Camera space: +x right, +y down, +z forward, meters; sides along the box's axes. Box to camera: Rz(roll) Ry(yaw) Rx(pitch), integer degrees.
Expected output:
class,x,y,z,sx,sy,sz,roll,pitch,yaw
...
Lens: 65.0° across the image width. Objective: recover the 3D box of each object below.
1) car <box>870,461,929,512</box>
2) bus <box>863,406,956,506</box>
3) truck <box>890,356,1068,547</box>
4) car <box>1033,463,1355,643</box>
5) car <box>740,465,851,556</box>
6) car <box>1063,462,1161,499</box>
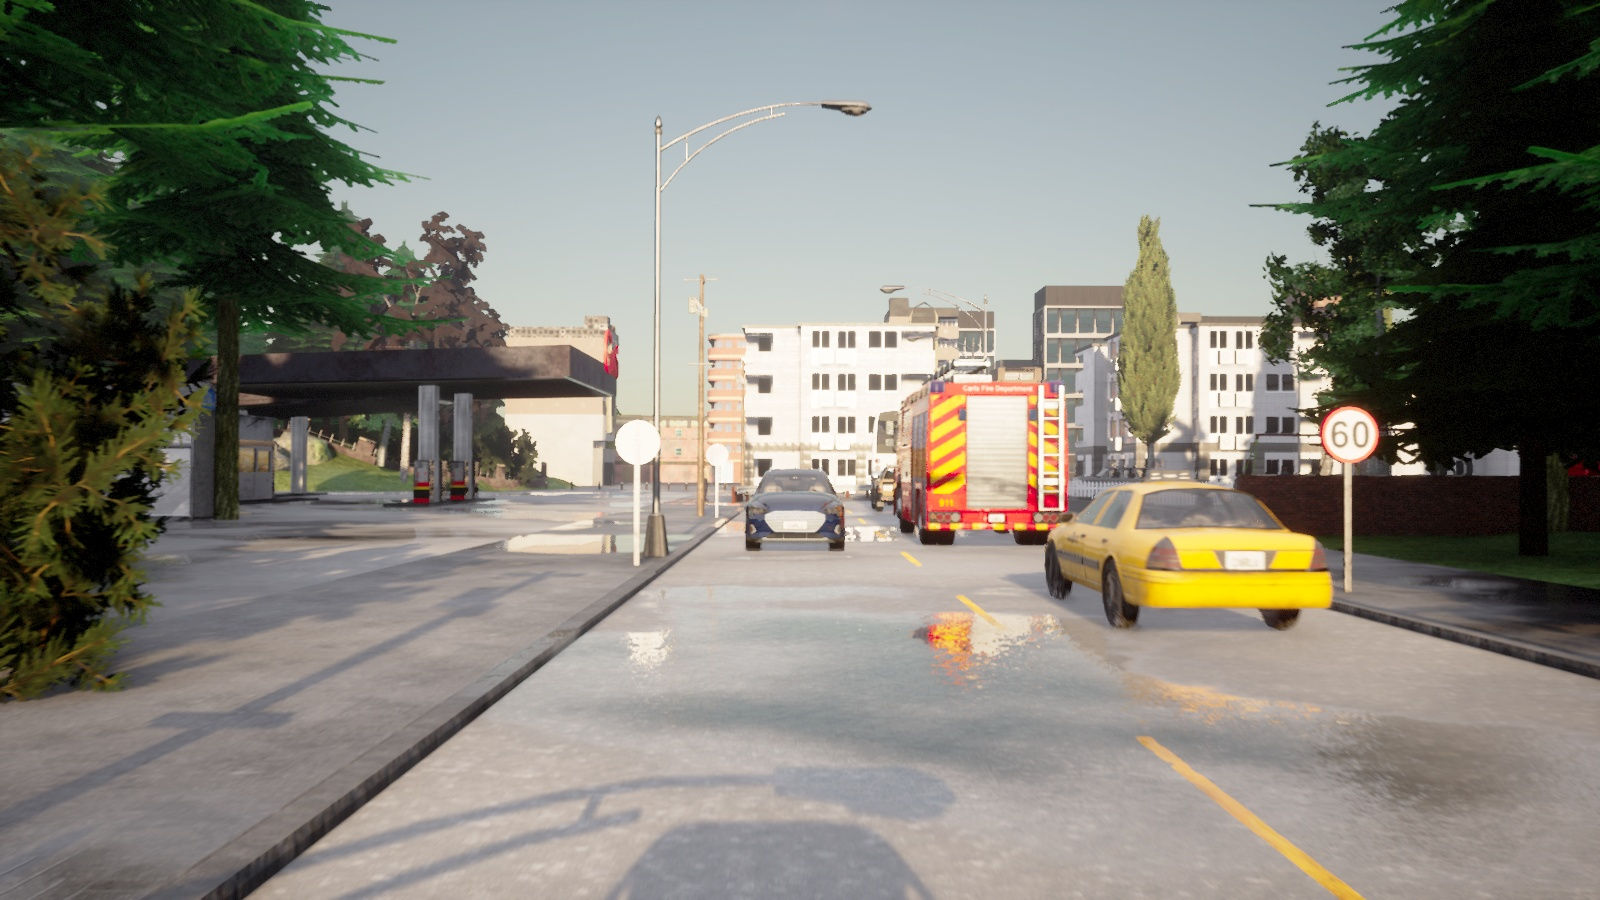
class,x,y,z,sx,sy,sz,roll,pitch,yaw
car,3.823,1.389,48.864,1.932,1.855,4.605,0,-1,0
bus,5.245,0.352,58.572,3.944,4.253,10.273,0,-1,7
truck,3.893,0.099,29.432,2.891,3.827,8.468,0,-1,0
car,3.958,0.953,13.723,1.801,1.575,5.366,0,-1,0
car,-0.087,1.146,25.429,2.033,1.649,4.856,0,-1,0
car,16.205,1.602,65.306,4.605,1.855,1.932,1,-1,0
